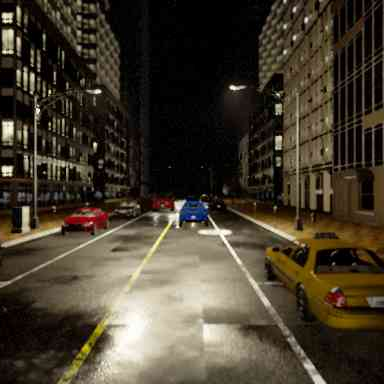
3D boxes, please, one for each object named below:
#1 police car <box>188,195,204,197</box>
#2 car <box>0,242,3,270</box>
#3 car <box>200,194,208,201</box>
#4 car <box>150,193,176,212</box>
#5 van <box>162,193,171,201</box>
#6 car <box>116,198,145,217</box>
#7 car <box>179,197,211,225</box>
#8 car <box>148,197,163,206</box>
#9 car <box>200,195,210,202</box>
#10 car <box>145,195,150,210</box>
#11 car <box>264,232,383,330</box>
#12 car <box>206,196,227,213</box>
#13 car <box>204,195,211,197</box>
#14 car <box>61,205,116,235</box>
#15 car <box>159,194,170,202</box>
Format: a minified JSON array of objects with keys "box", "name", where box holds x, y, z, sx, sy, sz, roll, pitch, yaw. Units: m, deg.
[{"box":[0.096,1.296,41.545,1.930,1.638,5.238,0,0,0],"name":"police car"},{"box":[-5.688,1.546,6.824,1.947,1.339,4.313,0,0,0],"name":"car"},{"box":[2.683,1.276,75.286,1.752,1.417,4.829,0,0,0],"name":"car"},{"box":[-3.033,1.110,37.262,2.150,2.045,5.566,0,0,1],"name":"car"},{"box":[-5.696,1.093,75.129,1.690,1.788,3.998,0,0,0],"name":"van"},{"box":[-5.691,1.461,29.592,2.008,1.369,4.403,0,0,0],"name":"car"},{"box":[0.096,1.408,23.282,1.882,1.535,5.008,0,1,0],"name":"car"},{"box":[-5.694,1.416,52.362,1.802,1.307,4.206,0,0,0],"name":"car"},{"box":[2.684,1.355,69.424,1.802,1.307,4.206,0,0,0],"name":"car"},{"box":[-5.693,1.418,40.977,1.887,1.381,4.507,0,0,0],"name":"car"},{"box":[2.693,1.505,6.982,1.752,1.417,4.829,0,0,0],"name":"car"},{"box":[2.689,1.458,35.273,1.947,1.339,4.313,0,0,0],"name":"car"},{"box":[2.687,1.254,58.039,1.967,1.590,4.097,0,0,0],"name":"car"},{"box":[-5.689,1.528,18.206,1.802,1.307,4.206,0,0,0],"name":"car"},{"box":[-5.696,1.213,69.436,1.967,1.590,4.097,0,0,0],"name":"car"}]
